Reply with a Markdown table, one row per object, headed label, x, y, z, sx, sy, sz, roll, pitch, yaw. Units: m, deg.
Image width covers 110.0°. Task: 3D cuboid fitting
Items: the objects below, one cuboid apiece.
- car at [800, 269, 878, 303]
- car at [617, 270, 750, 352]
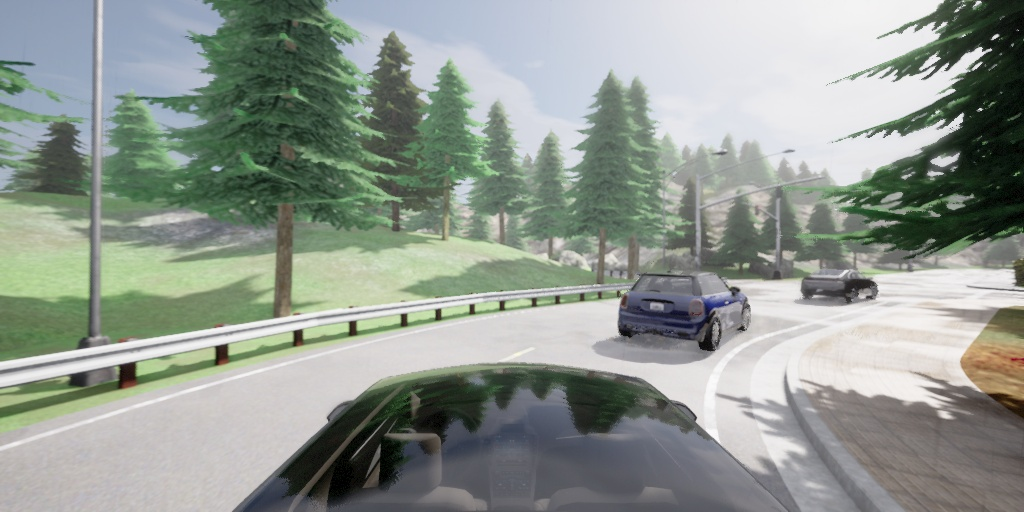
| label | x | y | z | sx | sy | sz | roll | pitch | yaw |
| --- | --- | --- | --- | --- | --- | --- | --- | --- | --- |
| car | 16.161 | 1.400 | 17.689 | 4.902 | 1.511 | 2.128 | 1 | -1 | -31 |
| car | 4.672 | 1.163 | 9.469 | 2.097 | 1.767 | 4.553 | 0 | -1 | 44 |
